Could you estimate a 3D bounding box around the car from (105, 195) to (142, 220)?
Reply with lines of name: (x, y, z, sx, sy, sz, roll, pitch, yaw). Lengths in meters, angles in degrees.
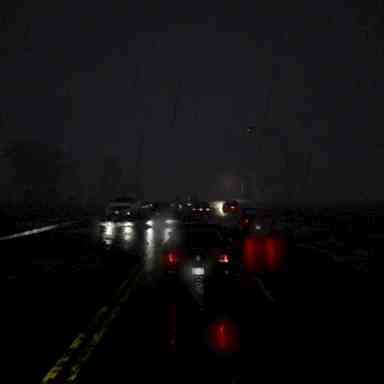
car: (-5.913, 1.286, 29.432, 2.150, 2.045, 5.566, 0, 0, 3)

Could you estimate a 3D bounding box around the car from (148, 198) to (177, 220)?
car: (-2.659, 1.569, 29.359, 1.837, 1.490, 4.892, 0, 0, 3)

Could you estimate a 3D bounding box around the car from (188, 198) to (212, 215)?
car: (0.907, 1.616, 32.061, 2.033, 1.411, 5.357, 0, 0, 3)

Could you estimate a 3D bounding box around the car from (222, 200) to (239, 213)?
car: (4.466, 1.642, 37.815, 1.994, 1.385, 4.181, 0, 0, 3)

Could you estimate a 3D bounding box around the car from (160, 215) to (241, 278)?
car: (0.199, 1.625, 10.239, 1.895, 1.301, 4.718, 0, 0, 1)

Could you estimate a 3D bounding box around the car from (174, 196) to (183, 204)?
car: (-2.966, 1.614, 69.473, 1.837, 1.490, 4.892, 0, 0, 6)

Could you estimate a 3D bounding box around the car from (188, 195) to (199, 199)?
car: (0.394, 1.466, 70.392, 2.097, 1.767, 4.553, 0, 0, 6)

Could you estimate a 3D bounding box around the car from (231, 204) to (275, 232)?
car: (3.706, 1.647, 20.456, 1.895, 1.301, 4.718, 0, 0, 2)
